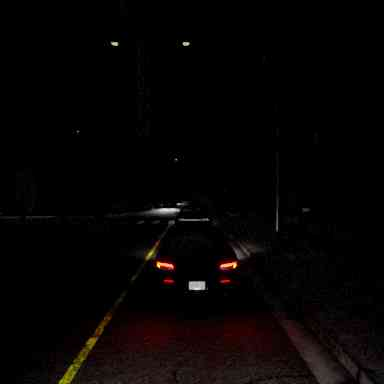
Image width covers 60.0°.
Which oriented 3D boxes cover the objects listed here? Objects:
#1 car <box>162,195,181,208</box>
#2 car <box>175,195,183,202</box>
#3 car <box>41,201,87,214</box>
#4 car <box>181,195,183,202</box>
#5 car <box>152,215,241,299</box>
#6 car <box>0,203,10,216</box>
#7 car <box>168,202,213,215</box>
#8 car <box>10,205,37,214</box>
[{"bbox_3d":[-3.107,1.475,47.374,2.128,1.511,4.902,0,0,0],"label":"car"},{"bbox_3d":[-3.019,1.457,77.678,1.837,1.490,4.892,0,0,0],"label":"car"},{"bbox_3d":[-14.404,1.686,37.465,4.829,1.417,1.752,-1,0,0],"label":"car"},{"bbox_3d":[-3.061,1.534,64.504,1.994,1.385,4.181,0,0,1],"label":"car"},{"bbox_3d":[0.095,1.526,8.306,1.812,1.442,4.674,0,0,0],"label":"car"},{"bbox_3d":[-20.344,1.772,31.480,4.718,1.301,1.895,-1,0,0],"label":"car"},{"bbox_3d":[0.097,1.490,17.671,2.128,1.511,4.902,0,0,1],"label":"car"},{"bbox_3d":[-19.858,1.760,37.433,4.507,1.381,1.887,-1,0,0],"label":"car"}]
